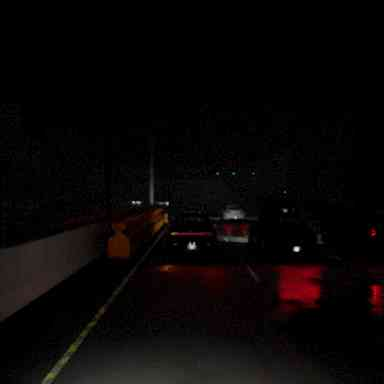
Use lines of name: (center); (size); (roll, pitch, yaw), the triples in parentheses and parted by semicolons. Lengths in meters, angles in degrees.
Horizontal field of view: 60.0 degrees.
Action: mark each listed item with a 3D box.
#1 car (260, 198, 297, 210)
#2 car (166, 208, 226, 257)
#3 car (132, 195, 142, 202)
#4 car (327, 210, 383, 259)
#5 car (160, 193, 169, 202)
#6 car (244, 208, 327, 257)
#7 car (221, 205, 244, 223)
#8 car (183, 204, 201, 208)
car: (7.001, 1.522, 27.587); (2.150, 2.045, 5.566); (0, 0, 0)
car: (0.014, 1.639, 13.522); (2.128, 1.511, 4.902); (0, 0, 0)
car: (-13.974, 1.594, 84.875); (2.033, 1.411, 5.357); (0, 4, 0)
car: (7.014, 1.497, 13.448); (2.097, 1.767, 4.553); (0, -1, 0)
car: (-6.975, 1.282, 84.787); (2.150, 2.045, 5.566); (0, 4, 0)
car: (3.514, 1.654, 13.525); (1.837, 1.490, 4.892); (0, 0, 0)
car: (3.513, 1.837, 28.919); (1.812, 1.442, 4.674); (0, 0, 0)
car: (0.016, 1.792, 29.262); (1.882, 1.535, 5.008); (0, 0, 0)
